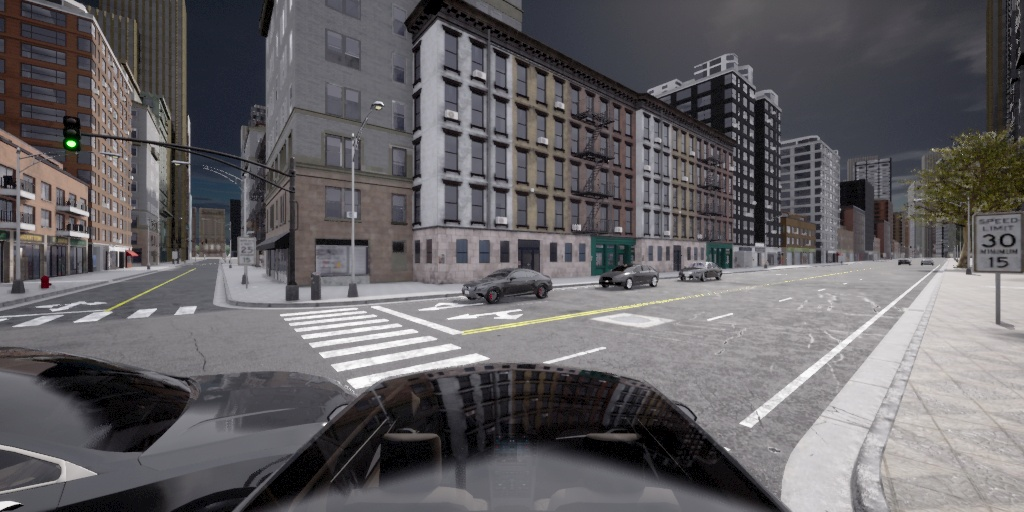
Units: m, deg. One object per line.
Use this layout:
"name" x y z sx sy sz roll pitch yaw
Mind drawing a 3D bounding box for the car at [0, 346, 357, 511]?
"car" -3.229 1.257 1.721 4.892 1.490 1.837 0 0 -35

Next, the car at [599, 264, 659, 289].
"car" 7.556 1.258 22.963 4.892 1.490 1.837 0 0 -39

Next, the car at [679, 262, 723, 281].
"car" 15.538 1.235 29.467 4.902 1.511 2.128 0 0 -39

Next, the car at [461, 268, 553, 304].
"car" -0.109 1.286 16.706 4.674 1.442 1.812 0 0 -39
